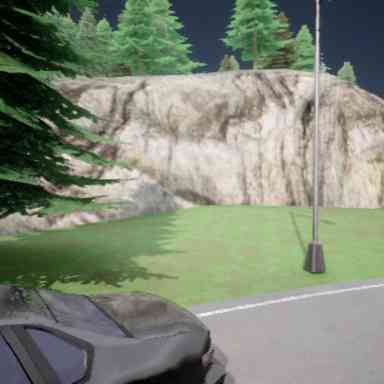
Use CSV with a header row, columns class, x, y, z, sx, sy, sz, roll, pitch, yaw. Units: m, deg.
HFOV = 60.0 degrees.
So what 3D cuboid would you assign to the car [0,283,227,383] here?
class,x,y,z,sx,sy,sz,roll,pitch,yaw
car,-2.256,1.508,2.257,5.357,1.411,2.033,0,1,-35
